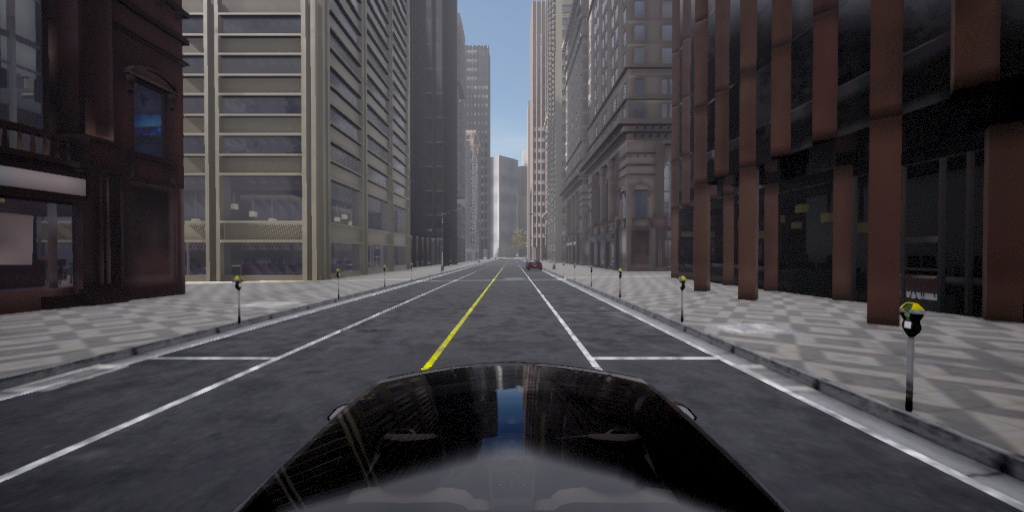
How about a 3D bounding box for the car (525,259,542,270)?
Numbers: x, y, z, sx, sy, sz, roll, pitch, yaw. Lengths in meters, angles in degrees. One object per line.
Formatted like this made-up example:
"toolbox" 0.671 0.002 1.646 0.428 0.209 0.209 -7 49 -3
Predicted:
"car" 3.140 1.191 50.494 1.882 1.535 5.008 0 0 0
